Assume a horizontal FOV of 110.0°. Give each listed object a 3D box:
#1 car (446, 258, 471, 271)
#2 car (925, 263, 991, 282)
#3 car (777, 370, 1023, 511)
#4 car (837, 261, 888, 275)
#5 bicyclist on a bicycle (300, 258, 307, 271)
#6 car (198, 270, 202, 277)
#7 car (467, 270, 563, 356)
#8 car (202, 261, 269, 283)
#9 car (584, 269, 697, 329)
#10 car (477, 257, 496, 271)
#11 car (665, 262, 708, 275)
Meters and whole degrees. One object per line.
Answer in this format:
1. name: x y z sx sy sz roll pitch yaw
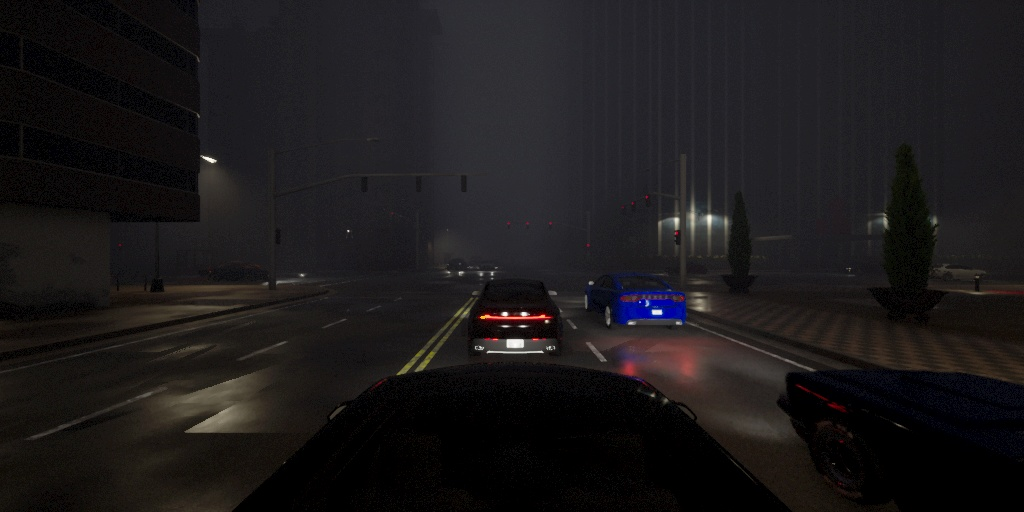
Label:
1. car: -7.419 1.102 48.585 2.097 1.767 4.553 0 0 4
2. car: 34.370 1.276 28.101 4.674 1.442 1.812 0 0 -1
3. car: 3.600 1.351 1.444 1.895 1.301 4.718 0 0 0
4. car: 38.070 1.254 38.814 4.892 1.490 1.837 0 0 0
5. bicyclist on a bicycle: -26.424 1.051 45.450 0.582 1.620 1.656 0 0 -1
6. car: -24.039 1.351 30.993 4.718 1.301 1.895 0 0 -1
7. car: 0.061 1.255 8.576 1.837 1.490 4.892 0 0 0
8. car: -20.684 1.312 27.526 4.181 1.385 1.994 0 0 -1
9. car: 3.574 1.228 11.265 1.882 1.535 5.008 0 0 0
10. car: -3.407 1.276 48.744 1.812 1.442 4.674 0 0 -3
11. car: 18.701 1.313 38.627 4.181 1.385 1.994 0 0 -1
